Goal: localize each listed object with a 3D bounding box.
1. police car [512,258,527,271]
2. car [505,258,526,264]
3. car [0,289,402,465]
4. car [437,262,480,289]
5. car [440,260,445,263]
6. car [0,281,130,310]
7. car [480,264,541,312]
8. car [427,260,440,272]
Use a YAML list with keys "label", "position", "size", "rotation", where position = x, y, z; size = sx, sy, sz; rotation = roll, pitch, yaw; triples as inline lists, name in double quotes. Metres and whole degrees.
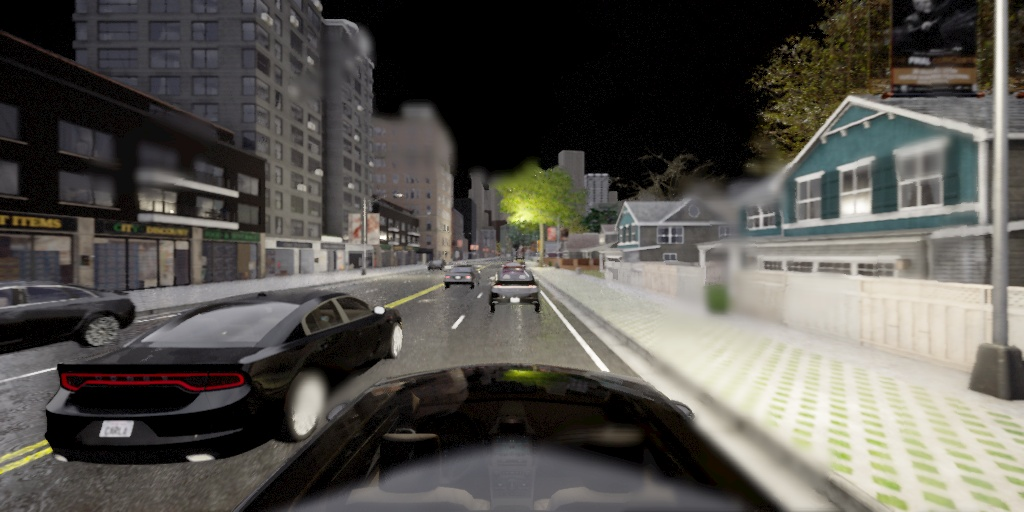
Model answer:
- label: "police car"
  position: [0.986, 1.161, 50.229]
  size: [1.930, 1.638, 5.238]
  rotation: [0, 0, 0]
- label: "car"
  position: [0.107, 1.229, 32.587]
  size: [1.882, 1.535, 5.008]
  rotation: [0, 0, 0]
- label: "car"
  position: [-3.148, 1.229, 5.332]
  size: [1.882, 1.535, 5.008]
  rotation: [0, 0, 0]
- label: "car"
  position: [-3.145, 1.301, 23.358]
  size: [2.033, 1.411, 5.357]
  rotation: [0, 0, 0]
- label: "car"
  position: [-6.583, 1.346, 41.096]
  size: [1.895, 1.301, 4.718]
  rotation: [0, 0, 0]
- label: "car"
  position: [-9.848, 1.243, 6.436]
  size: [2.128, 1.511, 4.902]
  rotation: [0, 0, 0]
- label: "car"
  position: [0.102, 1.244, 14.264]
  size: [2.128, 1.511, 4.902]
  rotation: [0, 0, 0]
- label: "car"
  position: [-9.821, 1.217, 47.530]
  size: [1.882, 1.535, 5.008]
  rotation: [0, 0, 0]
